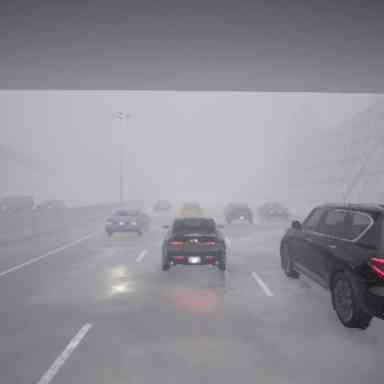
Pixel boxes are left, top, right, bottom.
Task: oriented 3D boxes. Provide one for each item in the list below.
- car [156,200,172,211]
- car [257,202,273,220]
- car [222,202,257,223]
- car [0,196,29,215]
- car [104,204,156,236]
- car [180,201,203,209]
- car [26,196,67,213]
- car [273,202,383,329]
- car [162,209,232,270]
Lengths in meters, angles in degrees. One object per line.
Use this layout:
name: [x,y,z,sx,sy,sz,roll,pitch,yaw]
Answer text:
car: [-3.593,1.672,41.251,1.994,1.385,4.181,0,0,0]
car: [6.967,1.604,28.924,2.033,1.411,5.357,0,0,0]
car: [3.483,1.561,25.802,1.837,1.490,4.892,0,0,0]
car: [-17.654,1.429,33.142,2.150,2.045,5.566,0,0,0]
car: [-3.489,1.601,18.844,2.033,1.411,5.357,0,0,0]
car: [-0.036,1.550,29.608,1.882,1.535,5.008,0,0,0]
car: [-14.154,1.526,33.219,2.097,1.767,4.553,0,0,0]
car: [3.573,1.232,7.103,2.150,2.045,5.566,0,0,0]
car: [0.055,1.532,11.126,1.837,1.490,4.892,0,0,0]
